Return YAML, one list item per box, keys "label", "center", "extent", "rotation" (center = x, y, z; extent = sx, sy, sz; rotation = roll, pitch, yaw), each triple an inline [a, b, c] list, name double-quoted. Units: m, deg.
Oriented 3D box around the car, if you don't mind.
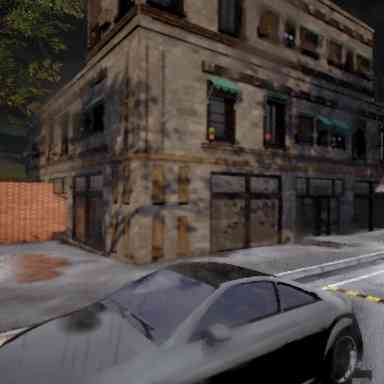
- label: "car"
  center: [0.050, 1.566, 3.726]
  extent: [4.181, 1.385, 1.994]
  rotation: [0, 0, -36]
